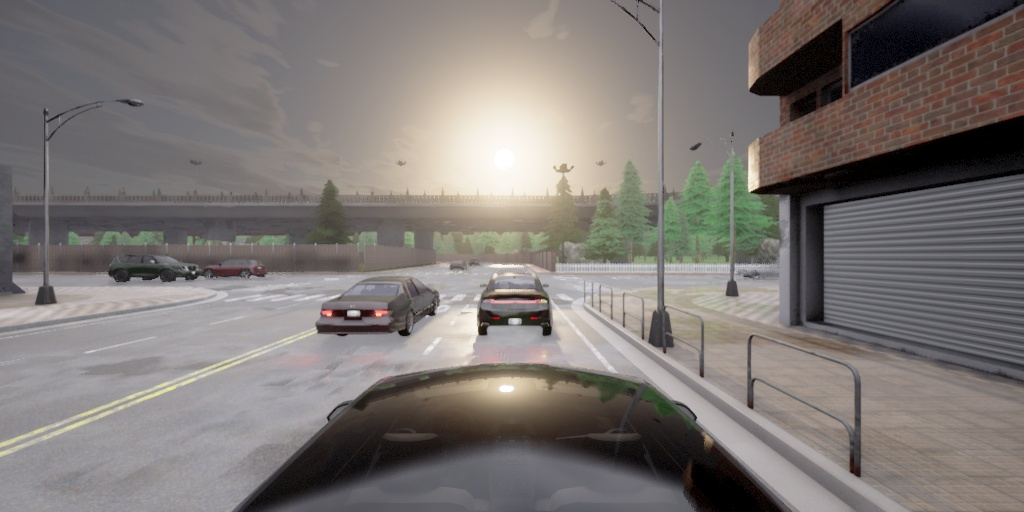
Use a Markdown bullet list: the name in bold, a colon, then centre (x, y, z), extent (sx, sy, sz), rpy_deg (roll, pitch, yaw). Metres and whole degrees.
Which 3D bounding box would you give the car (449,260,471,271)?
- **car**: centre (-7.174, 1.265, 48.340), extent (2.033, 1.411, 5.357), rpy_deg (0, 0, 0)

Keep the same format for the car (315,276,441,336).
- **car**: centre (-3.431, 1.292, 10.280), extent (2.033, 1.411, 5.357), rpy_deg (0, 0, 0)

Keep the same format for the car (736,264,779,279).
- **car**: centre (21.554, 1.276, 29.822), extent (4.718, 1.301, 1.895), rpy_deg (0, 0, 11)

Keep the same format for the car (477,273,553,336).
- **car**: centre (0.071, 1.236, 10.362), extent (2.128, 1.511, 4.902), rpy_deg (0, 0, 0)

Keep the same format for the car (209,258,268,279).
- **car**: centre (-23.509, 1.027, 30.395), extent (4.553, 1.767, 2.097), rpy_deg (0, 0, 0)

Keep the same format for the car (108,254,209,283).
- **car**: centre (-26.495, 0.898, 26.702), extent (5.566, 2.045, 2.150), rpy_deg (0, 0, 0)
